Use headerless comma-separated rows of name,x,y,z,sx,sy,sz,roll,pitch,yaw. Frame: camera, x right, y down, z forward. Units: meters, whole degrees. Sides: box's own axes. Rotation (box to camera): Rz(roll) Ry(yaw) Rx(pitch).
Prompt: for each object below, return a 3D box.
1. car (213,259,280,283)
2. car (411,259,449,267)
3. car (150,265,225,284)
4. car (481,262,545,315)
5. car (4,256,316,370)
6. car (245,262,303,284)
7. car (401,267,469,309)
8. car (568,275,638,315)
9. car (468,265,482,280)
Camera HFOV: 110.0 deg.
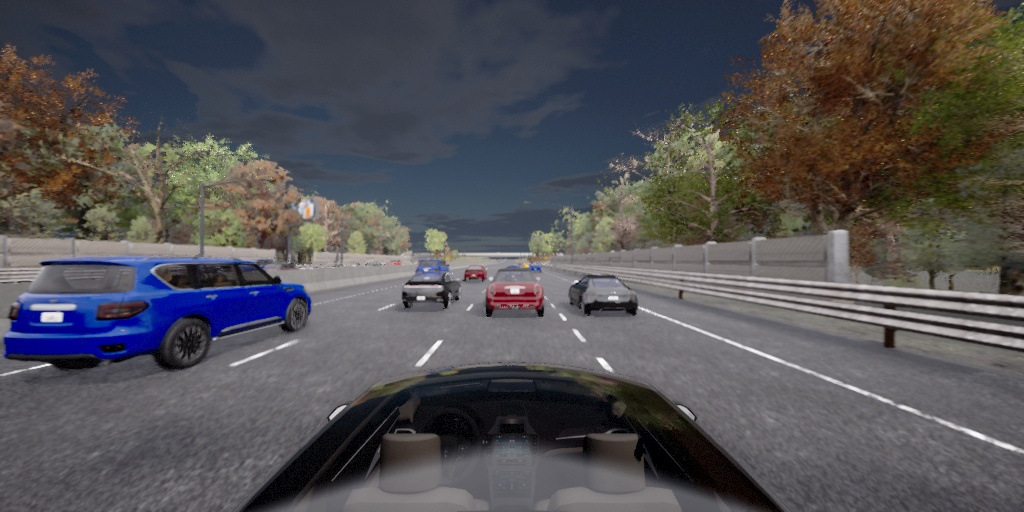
car,-24.587,1.319,33.536,2.150,2.045,5.566,0,-1,0
car,-6.894,1.299,31.759,2.150,2.045,5.566,0,-1,0
car,-28.087,1.565,31.313,2.128,1.511,4.902,0,-1,0
car,0.101,1.238,14.326,2.097,1.767,4.553,0,-1,0
car,-6.900,1.040,8.061,2.150,2.045,5.566,0,-1,0
car,-21.088,1.434,32.054,2.097,1.767,4.553,0,-1,0
car,-3.398,1.394,15.825,2.128,1.511,4.902,0,-1,0
car,3.505,1.447,14.422,1.994,1.385,4.181,0,-1,0
car,-3.391,1.581,34.139,1.882,1.535,5.008,0,-1,0
